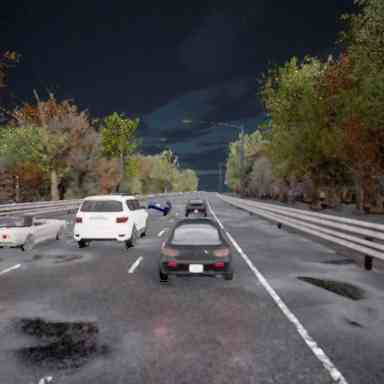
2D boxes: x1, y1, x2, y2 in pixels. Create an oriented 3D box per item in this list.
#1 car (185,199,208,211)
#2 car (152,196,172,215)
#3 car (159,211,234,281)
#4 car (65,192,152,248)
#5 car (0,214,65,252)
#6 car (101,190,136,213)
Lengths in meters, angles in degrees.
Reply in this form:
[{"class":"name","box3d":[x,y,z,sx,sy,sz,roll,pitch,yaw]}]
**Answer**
[{"class":"car","box3d":[0.404,1.390,31.026,1.837,1.490,4.892,0,0,1]},{"class":"car","box3d":[-2.906,1.220,31.317,1.994,1.385,4.181,20,-2,2]},{"class":"car","box3d":[0.121,1.492,9.594,1.812,1.442,4.674,0,0,1]},{"class":"car","box3d":[-3.327,1.172,14.637,2.150,2.045,5.566,0,0,1]},{"class":"car","box3d":[-6.840,1.555,13.547,1.895,1.301,4.718,0,0,1]},{"class":"car","box3d":[-6.635,0.812,30.622,2.097,1.767,4.553,-4,0,1]}]
